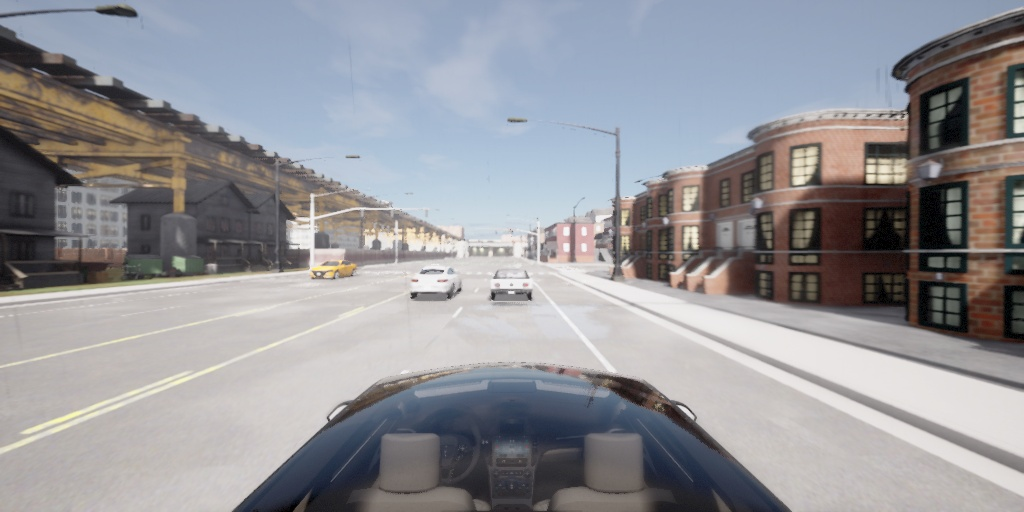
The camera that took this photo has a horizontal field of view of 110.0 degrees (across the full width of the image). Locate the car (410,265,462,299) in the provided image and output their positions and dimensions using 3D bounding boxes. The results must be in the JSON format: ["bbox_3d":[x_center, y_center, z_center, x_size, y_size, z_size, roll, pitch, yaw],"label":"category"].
[{"bbox_3d":[-3.535,1.153,17.192,1.812,1.442,4.674,0,0,-1],"label":"car"}]

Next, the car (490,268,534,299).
[{"bbox_3d":[-0.035,1.234,17.245,1.895,1.301,4.718,0,0,-1],"label":"car"}]

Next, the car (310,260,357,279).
[{"bbox_3d":[-14.240,1.040,28.879,1.882,1.535,5.008,0,0,-1],"label":"car"}]
